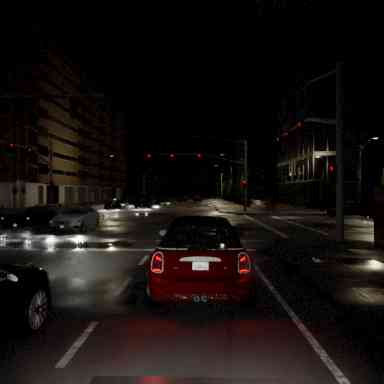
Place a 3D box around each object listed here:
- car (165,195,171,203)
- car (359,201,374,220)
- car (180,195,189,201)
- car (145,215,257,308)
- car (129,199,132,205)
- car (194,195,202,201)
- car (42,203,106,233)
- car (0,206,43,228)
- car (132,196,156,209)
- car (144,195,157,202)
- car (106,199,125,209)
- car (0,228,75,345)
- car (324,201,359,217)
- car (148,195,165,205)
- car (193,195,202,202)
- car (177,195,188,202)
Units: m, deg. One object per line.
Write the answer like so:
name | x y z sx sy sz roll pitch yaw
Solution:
car | -5.823 1.350 71.699 2.097 1.767 4.553 0 0 2
car | 16.693 1.603 26.473 5.357 1.411 2.033 0 0 1
car | -1.956 1.540 83.937 2.033 1.411 5.357 0 0 2
car | 0.220 1.352 8.109 2.097 1.767 4.553 0 0 2
car | -9.793 1.601 58.549 1.895 1.301 4.718 0 0 2
car | 1.547 1.478 83.984 1.882 1.535 5.008 0 0 2
car | -6.840 1.549 19.854 1.812 1.442 4.674 0 0 0
car | -10.328 1.627 21.654 1.895 1.301 4.718 0 0 0
car | -6.630 1.564 46.139 1.994 1.385 4.181 0 0 1
car | -9.239 1.506 74.557 2.128 1.511 4.902 0 0 2
car | -10.161 1.564 44.144 1.994 1.385 4.181 0 0 1
car | -3.396 1.492 3.880 2.128 1.511 4.902 0 0 1
car | 14.506 1.547 30.020 4.902 1.511 2.128 0 0 1
car | -6.344 1.491 56.995 2.128 1.511 4.902 0 0 2
car | 1.246 1.478 73.830 1.882 1.535 5.008 0 0 2
car | -2.253 1.524 73.850 2.128 1.511 4.902 0 0 2
